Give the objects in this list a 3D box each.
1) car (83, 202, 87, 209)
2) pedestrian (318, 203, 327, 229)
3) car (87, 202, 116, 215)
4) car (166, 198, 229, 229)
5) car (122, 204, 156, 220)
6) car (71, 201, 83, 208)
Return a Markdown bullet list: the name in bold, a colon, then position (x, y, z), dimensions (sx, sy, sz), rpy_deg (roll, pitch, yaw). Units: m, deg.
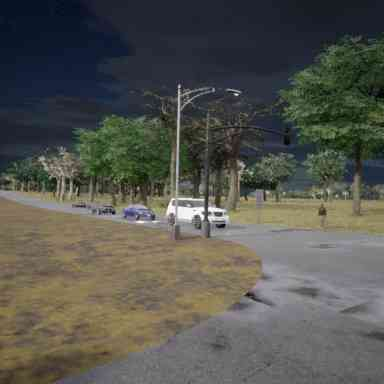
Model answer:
- **car**: position (-15.814, 2.254, 54.474), dimensions (1.994, 1.385, 4.181), rpy_deg (3, -2, -35)
- **pedestrian**: position (9.312, 1.717, 23.832), dimensions (0.375, 1.860, 0.375), rpy_deg (1, -1, -34)
- **car**: position (-10.781, 2.012, 40.254), dimensions (1.994, 1.385, 4.181), rpy_deg (3, -2, -34)
- **car**: position (0.240, 1.459, 23.743), dimensions (2.150, 2.045, 5.566), rpy_deg (3, -2, -34)
- **car**: position (-5.209, 1.882, 31.922), dimensions (1.812, 1.442, 4.674), rpy_deg (3, -2, -34)
- **car**: position (-21.372, 2.308, 62.784), dimensions (1.994, 1.385, 4.181), rpy_deg (3, -2, -34)
